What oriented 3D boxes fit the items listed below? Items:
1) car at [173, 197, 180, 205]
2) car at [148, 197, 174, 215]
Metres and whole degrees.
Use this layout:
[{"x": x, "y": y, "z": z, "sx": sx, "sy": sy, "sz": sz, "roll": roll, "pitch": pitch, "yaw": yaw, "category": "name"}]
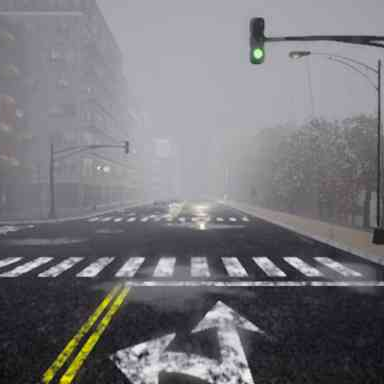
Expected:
[{"x": -3.269, "y": 1.581, "z": 60.464, "sx": 1.895, "sy": 1.301, "sz": 4.718, "roll": 0, "pitch": 0, "yaw": 0, "category": "car"}, {"x": -3.268, "y": 1.551, "z": 34.058, "sx": 2.033, "sy": 1.411, "sz": 5.357, "roll": 0, "pitch": 0, "yaw": 0, "category": "car"}]
